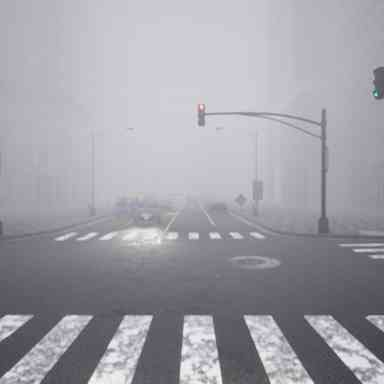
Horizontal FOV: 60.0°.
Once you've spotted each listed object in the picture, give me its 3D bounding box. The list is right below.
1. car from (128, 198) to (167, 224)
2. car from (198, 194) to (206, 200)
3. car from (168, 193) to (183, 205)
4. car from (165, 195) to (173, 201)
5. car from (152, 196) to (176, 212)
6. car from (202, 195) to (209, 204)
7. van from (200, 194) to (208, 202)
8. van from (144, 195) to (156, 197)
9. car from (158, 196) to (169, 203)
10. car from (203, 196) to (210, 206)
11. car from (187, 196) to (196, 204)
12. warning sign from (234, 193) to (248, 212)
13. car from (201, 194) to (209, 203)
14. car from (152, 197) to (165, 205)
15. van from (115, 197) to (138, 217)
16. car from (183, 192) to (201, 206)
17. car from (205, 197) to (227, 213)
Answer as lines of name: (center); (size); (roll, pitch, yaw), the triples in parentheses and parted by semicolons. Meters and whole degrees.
car: (-3.170, 1.468, 24.639); (2.128, 1.511, 4.902); (0, 0, -3)
car: (2.677, 1.392, 90.876); (1.967, 1.590, 4.097); (0, 0, 0)
car: (-3.060, 1.177, 58.694); (2.150, 2.045, 5.566); (0, 0, 0)
car: (-5.852, 1.479, 85.186); (1.752, 1.417, 4.829); (0, 0, 0)
car: (-3.122, 1.495, 37.913); (1.812, 1.442, 4.674); (0, 0, 0)
car: (2.729, 1.510, 46.672); (1.887, 1.381, 4.507); (0, 0, 0)
van: (2.696, 1.298, 74.299); (1.690, 1.788, 3.998); (0, 0, 0)
van: (-5.822, 1.307, 46.681); (1.690, 1.788, 3.998); (0, 0, 0)
car: (-5.839, 1.509, 68.781); (2.008, 1.369, 4.403); (0, 0, 0)
car: (2.736, 1.512, 41.147); (1.887, 1.381, 4.507); (0, 0, 0)
car: (-0.063, 1.485, 65.333); (1.812, 1.442, 4.674); (0, 0, 0)
warning sign: (5.038, 1.086, 34.238); (1.300, 1.860, 1.060); (0, 0, 0)
car: (2.723, 1.489, 52.367); (1.752, 1.417, 4.829); (0, 0, 0)
car: (-5.830, 1.544, 57.731); (1.802, 1.307, 4.206); (0, 0, 0)
van: (-5.809, 1.314, 30.106); (1.690, 1.788, 3.998); (0, 0, 0)
car: (0.006, 1.315, 55.655); (2.097, 1.767, 4.553); (0, 0, 0)
car: (2.743, 1.515, 35.621); (1.887, 1.381, 4.507); (0, 0, 0)
